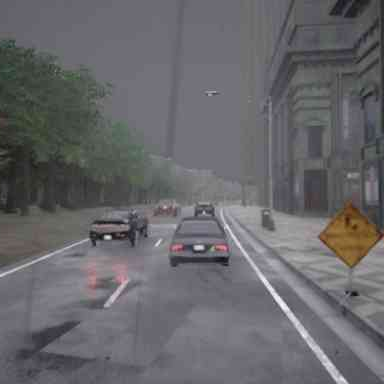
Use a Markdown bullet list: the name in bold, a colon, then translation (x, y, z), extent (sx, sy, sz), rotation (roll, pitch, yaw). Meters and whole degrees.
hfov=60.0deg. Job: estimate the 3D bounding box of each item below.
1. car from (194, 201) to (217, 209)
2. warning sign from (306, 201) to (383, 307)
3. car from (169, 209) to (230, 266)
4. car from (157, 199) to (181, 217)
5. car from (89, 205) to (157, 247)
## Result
- **car**: translation (1.250, 1.593, 31.979), extent (1.837, 1.490, 4.892), rotation (0, 0, 4)
- **warning sign**: translation (3.083, 1.126, 6.478), extent (1.300, 1.860, 1.060), rotation (-2, -2, 1)
- **car**: translation (0.273, 1.555, 11.533), extent (2.033, 1.411, 5.357), rotation (0, 0, 2)
- **car**: translation (-2.262, 1.441, 31.888), extent (2.097, 1.767, 4.553), rotation (0, -1, 4)
- **car**: translation (-3.109, 1.501, 15.043), extent (2.128, 1.511, 4.902), rotation (0, 0, 2)
